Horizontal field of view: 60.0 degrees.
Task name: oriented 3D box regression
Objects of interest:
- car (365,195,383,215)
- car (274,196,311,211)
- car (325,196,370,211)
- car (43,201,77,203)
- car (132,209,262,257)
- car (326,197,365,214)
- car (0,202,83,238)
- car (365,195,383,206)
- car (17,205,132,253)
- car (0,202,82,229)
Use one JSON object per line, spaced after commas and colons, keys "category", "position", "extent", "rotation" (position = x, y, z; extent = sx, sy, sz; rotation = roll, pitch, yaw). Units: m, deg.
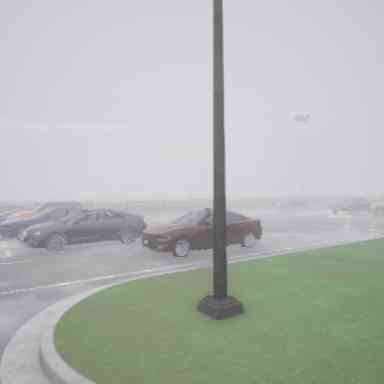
{"category": "car", "position": [17.192, 1.077, 28.260], "extent": [4.553, 1.767, 2.097], "rotation": [-1, 0, -34]}
{"category": "car", "position": [11.147, 1.234, 36.850], "extent": [4.902, 1.511, 2.128], "rotation": [-1, 0, -34]}
{"category": "car", "position": [17.165, 1.237, 36.671], "extent": [5.357, 1.411, 2.033], "rotation": [-1, 0, -34]}
{"category": "car", "position": [-8.310, 1.341, 19.508], "extent": [4.553, 1.767, 2.097], "rotation": [-1, 0, -34]}
{"category": "car", "position": [0.489, 1.417, 12.780], "extent": [5.008, 1.535, 1.882], "rotation": [-1, 0, -34]}
{"category": "car", "position": [14.956, 1.238, 30.977], "extent": [4.892, 1.490, 1.837], "rotation": [-1, 0, -34]}
{"category": "car", "position": [-6.602, 1.464, 16.439], "extent": [5.008, 1.535, 1.882], "rotation": [-1, 0, -34]}
{"category": "car", "position": [27.123, 1.159, 47.418], "extent": [5.357, 1.411, 2.033], "rotation": [-1, 0, -34]}
{"category": "car", "position": [-4.279, 1.469, 13.783], "extent": [4.902, 1.511, 2.128], "rotation": [-1, 0, -34]}
{"category": "car", "position": [-10.230, 1.485, 22.435], "extent": [4.902, 1.511, 2.128], "rotation": [-1, 0, -34]}
